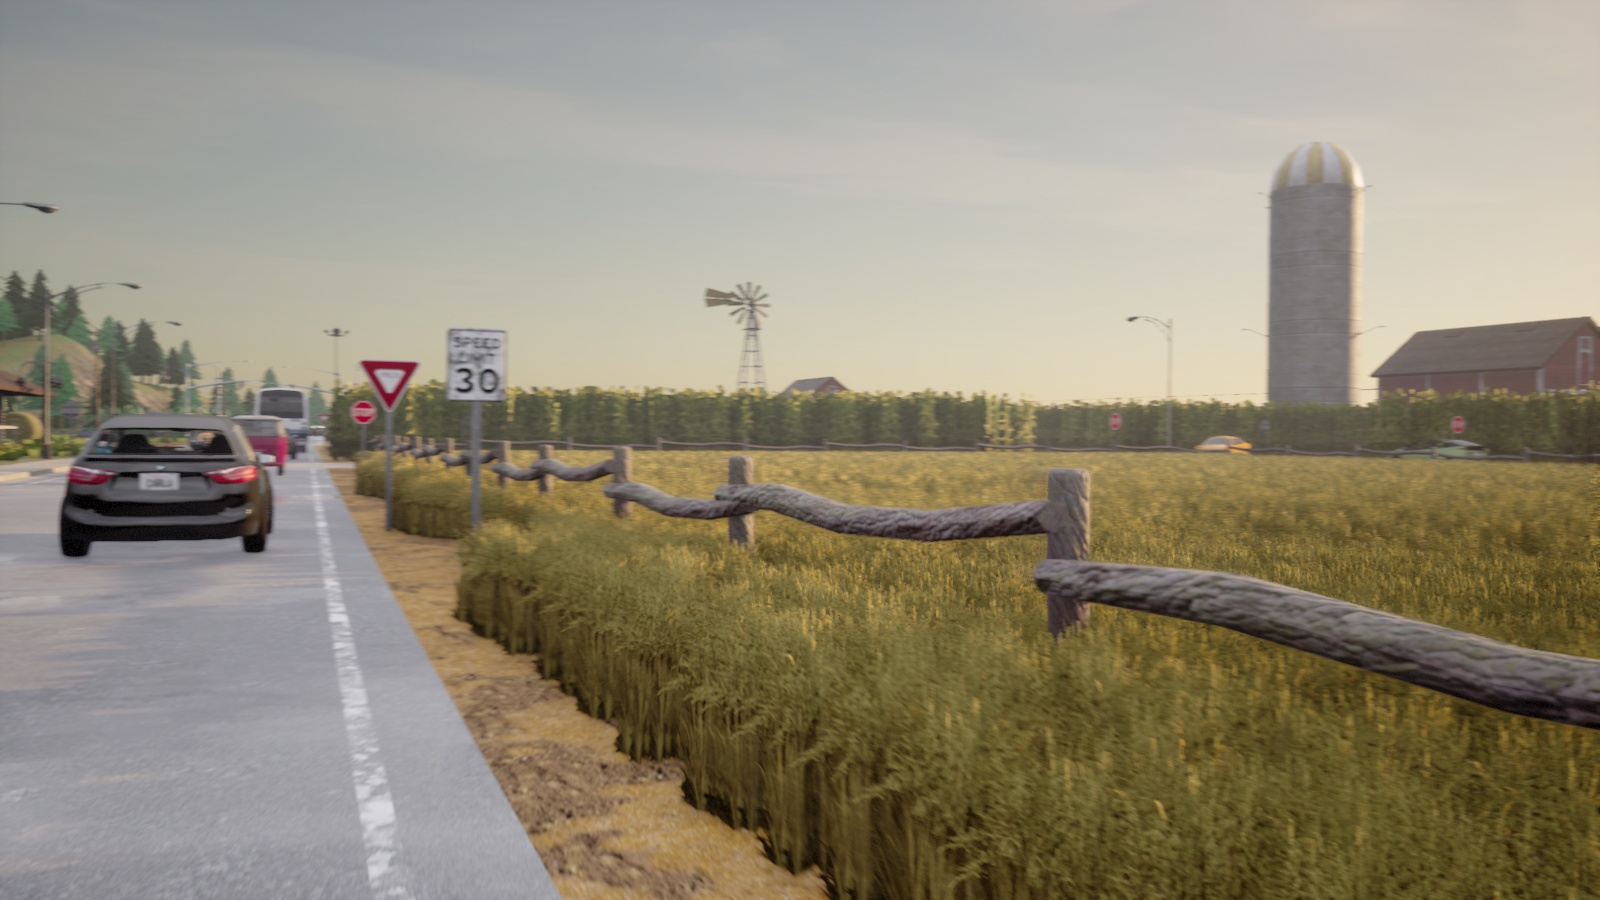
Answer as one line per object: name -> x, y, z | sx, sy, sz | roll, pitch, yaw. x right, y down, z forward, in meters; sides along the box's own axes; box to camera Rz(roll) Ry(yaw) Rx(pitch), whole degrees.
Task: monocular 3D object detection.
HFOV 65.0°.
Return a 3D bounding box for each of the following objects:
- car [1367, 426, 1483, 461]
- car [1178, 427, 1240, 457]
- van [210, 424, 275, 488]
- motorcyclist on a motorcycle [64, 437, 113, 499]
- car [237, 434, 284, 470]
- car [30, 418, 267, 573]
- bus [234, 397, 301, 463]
car -> 28.342, -0.324, 57.126 | 2.007, 1.525, 4.514 | -1, 1, -22
car -> 23.182, -0.476, 71.053 | 1.882, 1.535, 5.008 | 0, 1, 36
van -> -18.428, 0.156, 41.648 | 1.775, 1.987, 4.442 | -1, 1, -22
motorcyclist on a motorcycle -> -18.795, 0.454, 33.217 | 0.866, 1.590, 1.817 | -1, 1, -22
car -> -27.719, 0.071, 64.637 | 2.097, 1.767, 4.553 | -1, 1, -22
car -> -8.090, 0.460, 16.060 | 2.242, 1.667, 4.611 | -1, 1, -22
bus -> -36.360, -1.341, 85.986 | 3.944, 4.253, 10.273 | -1, 1, -22
